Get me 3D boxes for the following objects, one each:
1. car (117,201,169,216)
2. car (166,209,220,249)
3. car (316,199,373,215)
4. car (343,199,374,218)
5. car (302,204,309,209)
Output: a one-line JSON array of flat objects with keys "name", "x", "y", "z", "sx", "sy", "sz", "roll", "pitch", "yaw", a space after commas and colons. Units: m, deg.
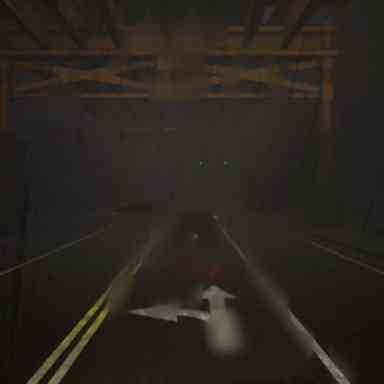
[{"name": "car", "x": -4.650, "y": 1.529, "z": 31.928, "sx": 5.357, "sy": 1.411, "sz": 2.033, "roll": 0, "pitch": 0, "yaw": 30}, {"name": "car", "x": 0.113, "y": 1.473, "z": 14.477, "sx": 1.882, "sy": 1.535, "sz": 5.008, "roll": 0, "pitch": 0, "yaw": 0}, {"name": "car", "x": 13.328, "y": 1.278, "z": 29.059, "sx": 4.536, "sy": 1.218, "sz": 1.853, "roll": 0, "pitch": 0, "yaw": -20}, {"name": "car", "x": 13.279, "y": 1.436, "z": 29.041, "sx": 4.974, "sy": 1.542, "sz": 2.038, "roll": 0, "pitch": 0, "yaw": -20}, {"name": "car", "x": 13.608, "y": 1.432, "z": 33.200, "sx": 4.974, "sy": 1.542, "sz": 2.038, "roll": 0, "pitch": 0, "yaw": 25}]
